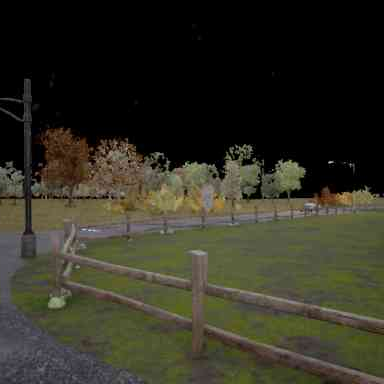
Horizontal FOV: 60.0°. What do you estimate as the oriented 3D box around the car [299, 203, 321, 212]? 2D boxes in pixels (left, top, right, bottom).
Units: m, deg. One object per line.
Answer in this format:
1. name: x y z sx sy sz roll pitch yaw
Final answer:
1. car: 18.924 2.449 52.945 2.033 1.411 5.357 -1 -2 40
